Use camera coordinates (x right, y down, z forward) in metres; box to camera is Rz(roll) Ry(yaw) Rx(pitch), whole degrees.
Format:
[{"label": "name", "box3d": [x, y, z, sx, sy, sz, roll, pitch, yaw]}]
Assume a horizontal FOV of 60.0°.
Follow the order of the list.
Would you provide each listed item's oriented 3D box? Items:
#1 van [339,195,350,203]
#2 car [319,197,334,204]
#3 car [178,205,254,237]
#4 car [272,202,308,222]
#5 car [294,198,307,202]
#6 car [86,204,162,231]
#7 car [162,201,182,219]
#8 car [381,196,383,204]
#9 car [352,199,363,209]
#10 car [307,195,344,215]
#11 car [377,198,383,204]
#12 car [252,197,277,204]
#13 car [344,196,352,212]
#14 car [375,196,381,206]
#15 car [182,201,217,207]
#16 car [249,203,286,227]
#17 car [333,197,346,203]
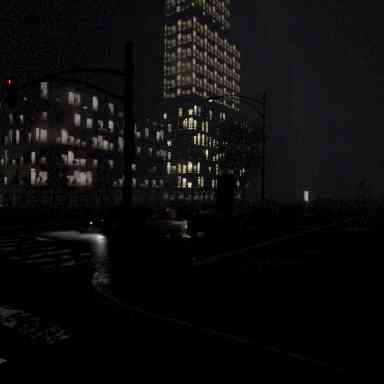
[{"label": "van", "box3d": [38.102, 1.705, 82.976, 1.690, 1.788, 3.998, 1, 0, 36]}, {"label": "car", "box3d": [28.206, 1.848, 69.581, 1.947, 1.339, 4.313, 1, 0, 36]}, {"label": "car", "box3d": [1.479, 1.696, 19.081, 2.008, 1.369, 4.403, 1, 0, 36]}, {"label": "car", "box3d": [7.992, 1.778, 27.899, 1.802, 1.307, 4.206, 1, 0, 36]}, {"label": "car", "box3d": [18.210, 1.726, 56.050, 1.752, 1.417, 4.829, 1, 0, 36]}, {"label": "car", "box3d": [-4.375, 1.549, 21.112, 1.837, 1.490, 4.892, 1, 0, 36]}, {"label": "car", "box3d": [-1.580, 1.481, 29.474, 1.967, 1.590, 4.097, 1, 0, 36]}, {"label": "car", "box3d": [41.546, 1.783, 73.533, 2.192, 1.841, 5.009, 1, 0, 36]}, {"label": "car", "box3d": [25.053, 1.773, 51.209, 1.967, 1.590, 4.097, 1, 0, 36]}, {"label": "car", "box3d": [15.228, 1.569, 37.765, 2.192, 1.841, 5.009, 1, 0, 36]}, {"label": "car", "box3d": [44.841, 2.046, 77.998, 2.008, 1.369, 4.403, 1, 0, 36]}, {"label": "car", "box3d": [8.333, 1.497, 38.286, 2.097, 1.767, 4.553, 1, 0, 37]}, {"label": "car", "box3d": [18.499, 1.720, 42.250, 1.967, 1.590, 4.097, 1, 0, 36]}, {"label": "car", "box3d": [35.048, 1.940, 64.740, 1.752, 1.417, 4.829, 1, 0, 36]}, {"label": "car", "box3d": [1.620, 1.569, 29.222, 1.882, 1.535, 5.008, 1, 0, 36]}, {"label": "car", "box3d": [4.737, 1.737, 23.490, 1.947, 1.339, 4.313, 1, 0, 36]}, {"label": "car", "box3d": [34.701, 1.861, 78.375, 1.752, 1.417, 4.829, 1, 0, 36]}]
